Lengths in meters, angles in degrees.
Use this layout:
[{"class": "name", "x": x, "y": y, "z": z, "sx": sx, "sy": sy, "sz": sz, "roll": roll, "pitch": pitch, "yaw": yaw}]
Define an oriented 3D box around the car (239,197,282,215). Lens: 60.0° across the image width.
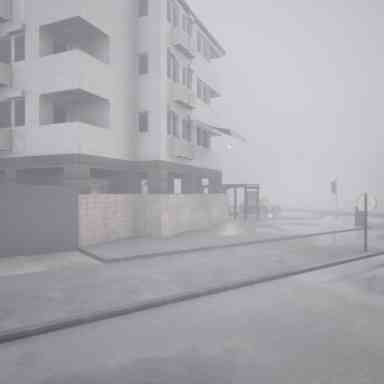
[{"class": "car", "x": 7.040, "y": 1.352, "z": 34.508, "sx": 2.097, "sy": 1.767, "sz": 4.553, "roll": 0, "pitch": 0, "yaw": -36}]
